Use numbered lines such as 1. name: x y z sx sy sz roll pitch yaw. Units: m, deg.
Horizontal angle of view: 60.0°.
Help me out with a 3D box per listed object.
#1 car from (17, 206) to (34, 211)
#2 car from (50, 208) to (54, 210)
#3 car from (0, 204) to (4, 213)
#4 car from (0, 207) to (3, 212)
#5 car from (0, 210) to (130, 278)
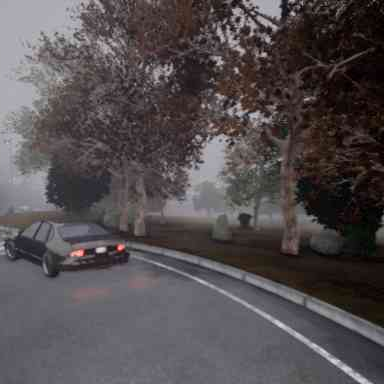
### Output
1. car: -30.187 3.257 60.404 1.812 1.442 4.674 -1 -4 -9
2. car: -28.142 3.869 69.177 2.033 1.411 5.357 -1 -4 -10
3. car: -27.646 2.230 45.334 1.895 1.301 4.718 -1 -3 -10
4. car: -22.065 1.611 35.288 2.128 1.511 4.902 -1 -2 -11
5. car: -4.004 1.496 10.118 2.033 1.411 5.357 -1 1 -44
